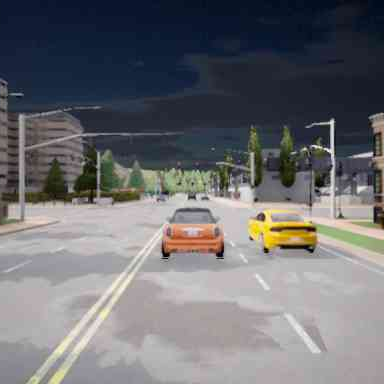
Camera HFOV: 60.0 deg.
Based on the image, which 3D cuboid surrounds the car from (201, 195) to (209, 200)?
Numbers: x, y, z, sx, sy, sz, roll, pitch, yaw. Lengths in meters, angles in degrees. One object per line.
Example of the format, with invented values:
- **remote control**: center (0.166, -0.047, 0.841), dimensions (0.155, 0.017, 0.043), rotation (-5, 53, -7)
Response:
- **car**: center (3.503, 1.598, 86.409), dimensions (1.895, 1.301, 4.718), rotation (0, 0, 0)

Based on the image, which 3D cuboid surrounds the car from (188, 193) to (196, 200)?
- **car**: center (0.003, 1.228, 86.035), dimensions (2.150, 2.045, 5.566), rotation (0, 0, 0)

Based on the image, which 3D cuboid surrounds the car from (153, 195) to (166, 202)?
- **car**: center (-6.998, 1.510, 75.122), dimensions (1.837, 1.490, 4.892), rotation (0, 0, 0)

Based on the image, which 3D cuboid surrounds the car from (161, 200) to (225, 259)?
- **car**: center (0.046, 1.353, 12.814), dimensions (2.097, 1.767, 4.553), rotation (0, 0, 1)

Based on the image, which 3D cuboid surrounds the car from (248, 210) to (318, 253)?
- **car**: center (3.553, 1.480, 13.826), dimensions (1.882, 1.535, 5.008), rotation (0, 0, 0)
